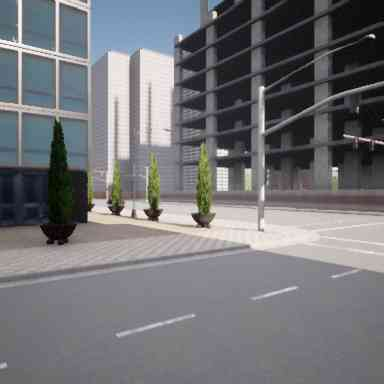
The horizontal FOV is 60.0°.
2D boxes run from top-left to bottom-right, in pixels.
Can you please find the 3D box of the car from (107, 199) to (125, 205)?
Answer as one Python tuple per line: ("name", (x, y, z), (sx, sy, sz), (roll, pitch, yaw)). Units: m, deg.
("car", (-13.216, 1.660, 57.764), (1.994, 1.385, 4.181), (0, 0, -36))
